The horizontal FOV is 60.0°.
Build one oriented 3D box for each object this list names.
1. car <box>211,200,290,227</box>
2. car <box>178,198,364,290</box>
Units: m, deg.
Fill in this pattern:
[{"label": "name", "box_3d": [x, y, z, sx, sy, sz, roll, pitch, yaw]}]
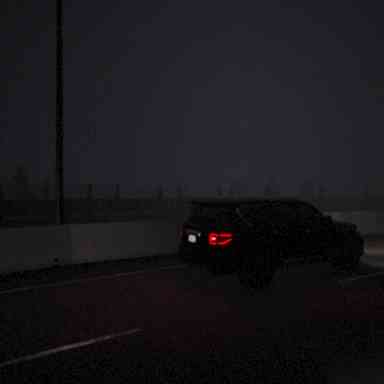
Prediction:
[{"label": "car", "box_3d": [3.915, 1.383, 22.146, 5.008, 1.535, 1.882, 0, 0, -25]}, {"label": "car", "box_3d": [2.306, 1.182, 9.182, 5.566, 2.045, 2.150, 0, 0, -31]}]
